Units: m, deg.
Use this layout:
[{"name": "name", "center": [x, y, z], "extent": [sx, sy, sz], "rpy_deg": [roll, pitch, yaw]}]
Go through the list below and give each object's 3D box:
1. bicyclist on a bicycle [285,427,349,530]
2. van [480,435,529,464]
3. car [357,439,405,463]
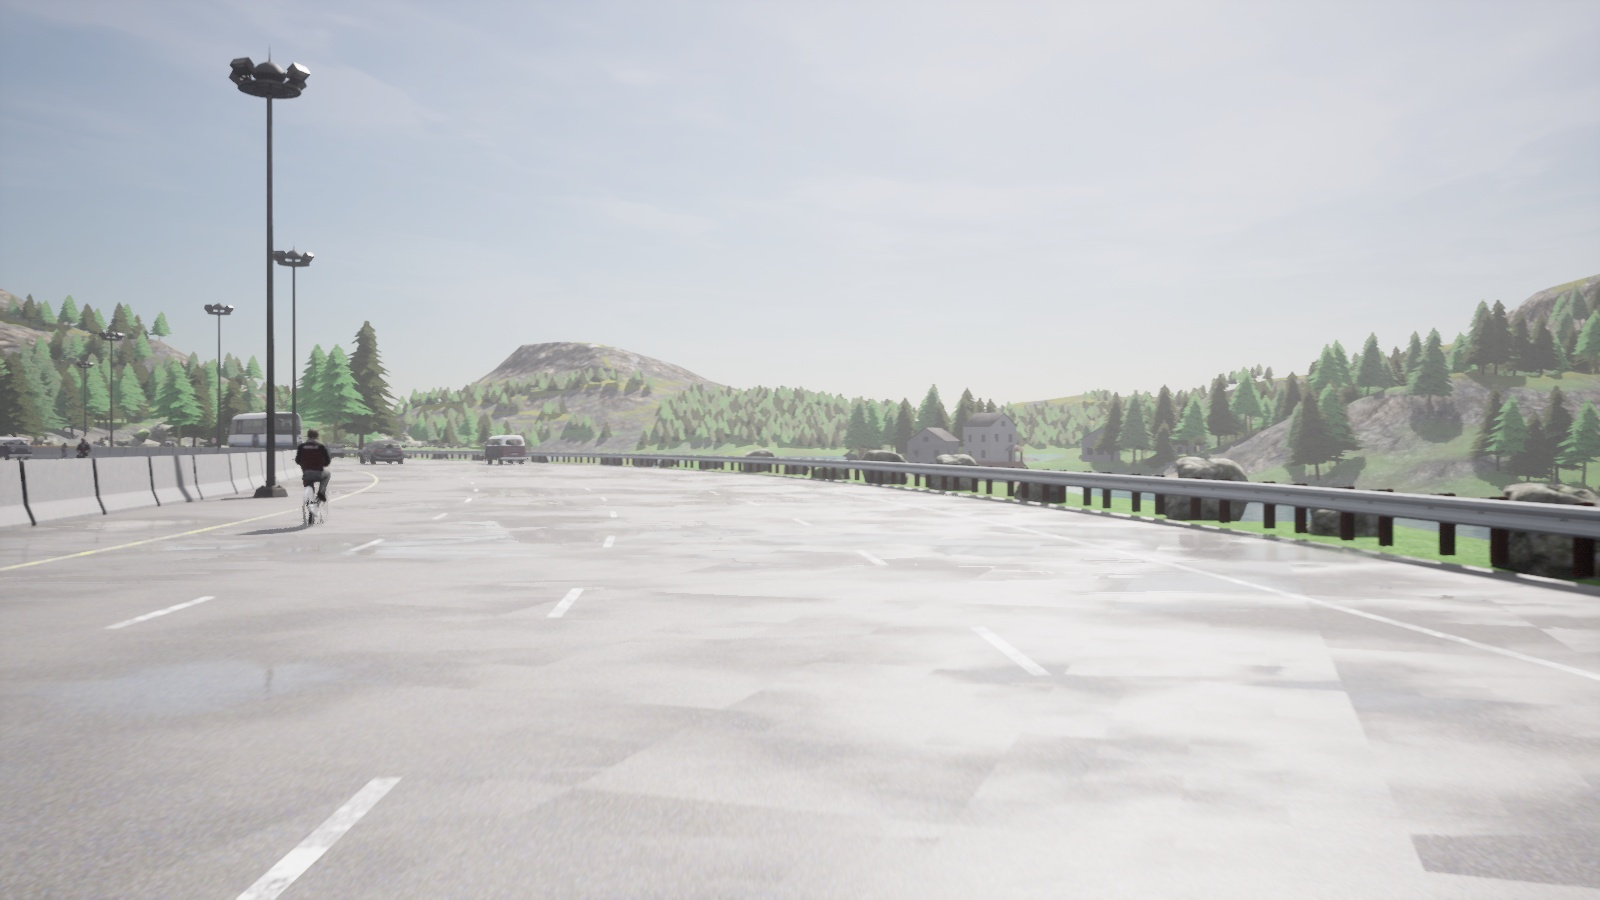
[{"name": "bicyclist on a bicycle", "center": [-8.694, 0.485, 22.670], "extent": [0.659, 1.776, 1.843], "rpy_deg": [-1, 1, -8]}, {"name": "van", "center": [-20.771, -0.038, 88.213], "extent": [2.069, 2.038, 4.480], "rpy_deg": [0, 0, -31]}, {"name": "car", "center": [-30.057, 0.068, 89.996], "extent": [2.242, 1.667, 4.611], "rpy_deg": [0, 0, -33]}]
